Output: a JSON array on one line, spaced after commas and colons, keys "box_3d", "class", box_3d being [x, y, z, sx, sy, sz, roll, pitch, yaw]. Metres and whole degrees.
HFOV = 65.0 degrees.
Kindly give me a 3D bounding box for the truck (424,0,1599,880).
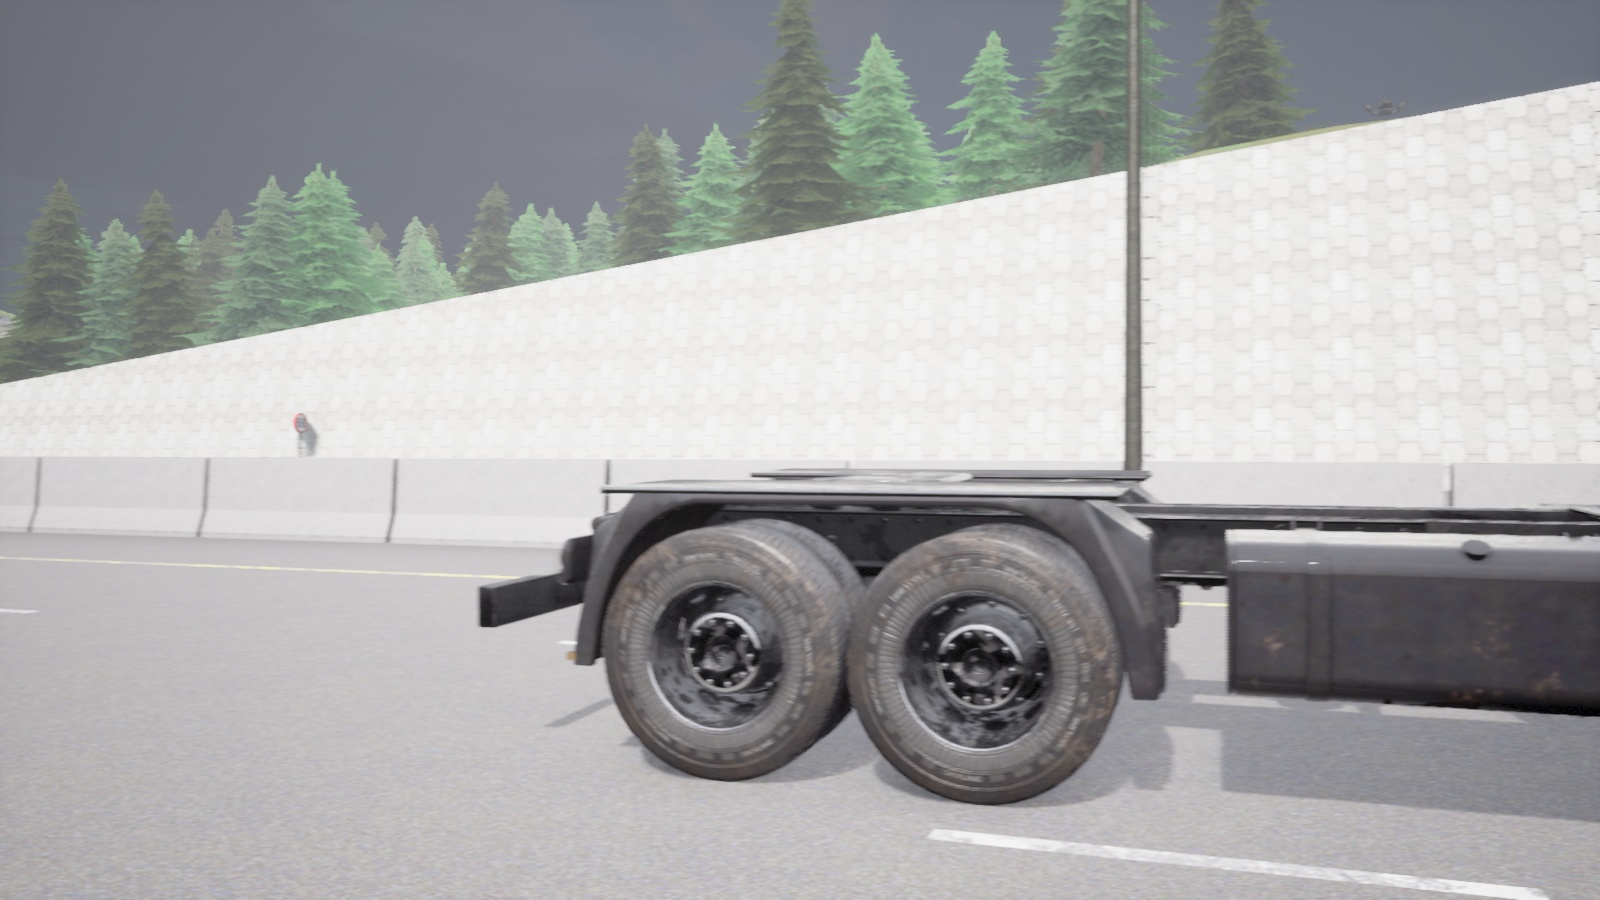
[{"box_3d": [2.443, -0.243, 6.049, 7.936, 3.462, 2.891, 1, 1, 19], "class": "truck"}]
